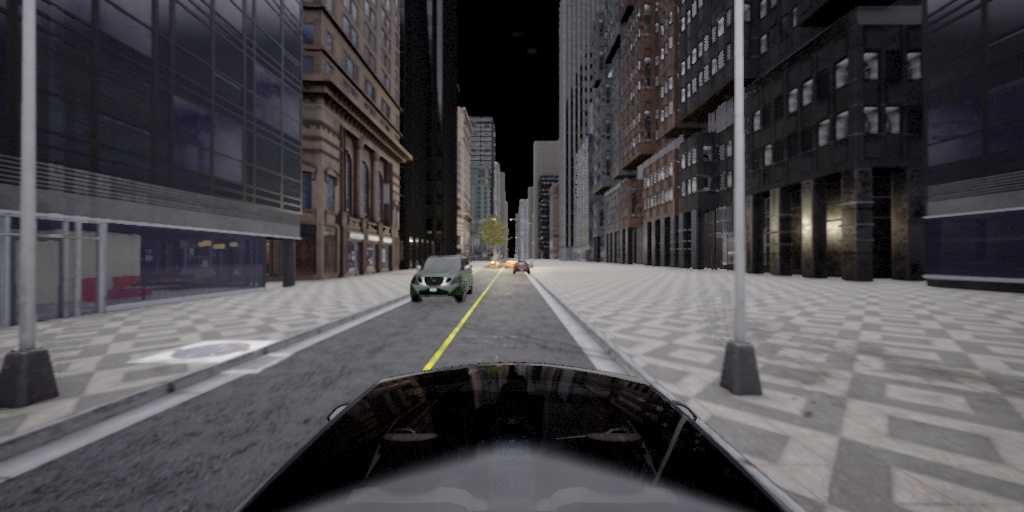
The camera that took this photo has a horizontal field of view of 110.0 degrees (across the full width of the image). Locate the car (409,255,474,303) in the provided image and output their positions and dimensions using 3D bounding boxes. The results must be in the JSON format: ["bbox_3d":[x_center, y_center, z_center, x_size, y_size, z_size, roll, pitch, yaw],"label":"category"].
[{"bbox_3d":[-3.096,0.969,16.910,2.150,2.045,5.566,0,0,0],"label":"car"}]

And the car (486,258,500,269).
[{"bbox_3d":[-3.028,1.125,58.752,2.097,1.767,4.553,0,0,1],"label":"car"}]

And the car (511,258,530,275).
[{"bbox_3d":[1.058,1.284,39.984,1.812,1.442,4.674,0,0,0],"label":"car"}]

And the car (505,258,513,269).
[{"bbox_3d":[0.011,1.124,58.202,2.097,1.767,4.553,0,0,0],"label":"car"}]
